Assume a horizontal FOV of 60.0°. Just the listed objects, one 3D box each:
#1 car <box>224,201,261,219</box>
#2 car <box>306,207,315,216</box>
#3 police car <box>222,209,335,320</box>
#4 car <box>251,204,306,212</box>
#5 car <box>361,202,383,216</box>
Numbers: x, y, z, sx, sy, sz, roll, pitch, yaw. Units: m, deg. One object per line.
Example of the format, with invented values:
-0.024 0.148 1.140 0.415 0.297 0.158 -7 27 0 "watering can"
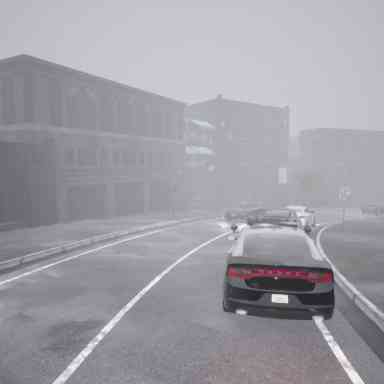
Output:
4.157 1.437 25.340 1.837 1.490 4.892 2 1 32 "car"
6.858 1.607 21.746 1.812 1.442 4.674 2 1 29 "car"
1.816 1.432 7.625 1.930 1.638 5.238 1 0 10 "police car"
4.435 1.543 16.602 1.837 1.490 4.892 2 0 22 "car"
22.135 1.991 39.571 4.902 1.511 2.128 2 3 -33 "car"
